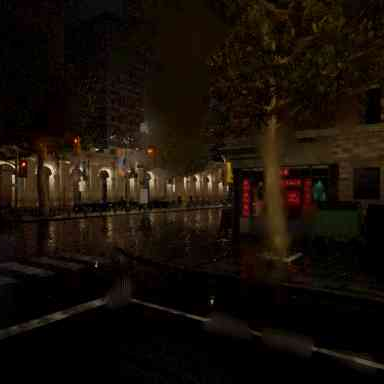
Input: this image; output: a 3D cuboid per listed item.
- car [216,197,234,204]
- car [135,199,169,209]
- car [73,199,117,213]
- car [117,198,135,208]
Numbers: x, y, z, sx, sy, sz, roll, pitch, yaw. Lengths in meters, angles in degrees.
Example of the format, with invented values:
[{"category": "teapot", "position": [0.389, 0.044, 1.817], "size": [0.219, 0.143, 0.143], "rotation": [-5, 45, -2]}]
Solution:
[{"category": "car", "position": [6.466, 1.548, 59.639], "size": [2.033, 1.411, 5.357], "rotation": [0, 0, 36]}, {"category": "car", "position": [-4.938, 1.564, 43.936], "size": [1.994, 1.385, 4.181], "rotation": [0, 0, 35]}, {"category": "car", "position": [-10.713, 1.564, 35.917], "size": [1.994, 1.385, 4.181], "rotation": [0, 0, 36]}, {"category": "car", "position": [-10.252, 1.595, 47.928], "size": [1.895, 1.301, 4.718], "rotation": [0, 0, 36]}]
